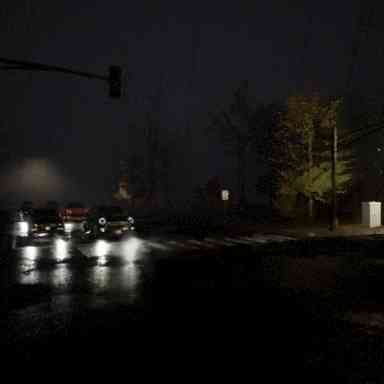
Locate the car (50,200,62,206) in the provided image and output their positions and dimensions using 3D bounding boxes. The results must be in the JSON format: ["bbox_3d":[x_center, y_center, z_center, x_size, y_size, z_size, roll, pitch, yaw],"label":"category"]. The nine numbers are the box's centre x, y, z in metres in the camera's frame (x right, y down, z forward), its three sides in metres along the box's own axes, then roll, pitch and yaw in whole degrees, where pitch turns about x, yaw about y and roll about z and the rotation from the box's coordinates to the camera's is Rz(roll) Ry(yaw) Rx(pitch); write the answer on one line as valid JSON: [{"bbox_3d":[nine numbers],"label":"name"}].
[{"bbox_3d":[-31.268,2.493,76.590,2.033,1.411,5.357,1,-1,-28],"label":"car"}]

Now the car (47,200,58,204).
[{"bbox_3d":[-20.881,2.097,49.885,1.882,1.535,5.008,1,-1,-27],"label":"car"}]

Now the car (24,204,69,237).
[{"bbox_3d":[-8.729,1.705,19.696,1.837,1.490,4.892,1,-1,-28],"label":"car"}]

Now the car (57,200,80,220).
[{"bbox_3d":[-10.618,1.713,30.252,2.097,1.767,4.553,1,-1,-28],"label":"car"}]

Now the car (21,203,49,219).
[{"bbox_3d":[-14.968,1.966,31.526,1.895,1.301,4.718,1,-1,-28],"label":"car"}]

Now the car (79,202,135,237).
[{"bbox_3d":[-4.952,1.562,19.583,2.097,1.767,4.553,1,-1,-29],"label":"car"}]

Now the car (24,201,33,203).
[{"bbox_3d":[-24.498,2.133,49.808,1.812,1.442,4.674,1,-1,-28],"label":"car"}]
